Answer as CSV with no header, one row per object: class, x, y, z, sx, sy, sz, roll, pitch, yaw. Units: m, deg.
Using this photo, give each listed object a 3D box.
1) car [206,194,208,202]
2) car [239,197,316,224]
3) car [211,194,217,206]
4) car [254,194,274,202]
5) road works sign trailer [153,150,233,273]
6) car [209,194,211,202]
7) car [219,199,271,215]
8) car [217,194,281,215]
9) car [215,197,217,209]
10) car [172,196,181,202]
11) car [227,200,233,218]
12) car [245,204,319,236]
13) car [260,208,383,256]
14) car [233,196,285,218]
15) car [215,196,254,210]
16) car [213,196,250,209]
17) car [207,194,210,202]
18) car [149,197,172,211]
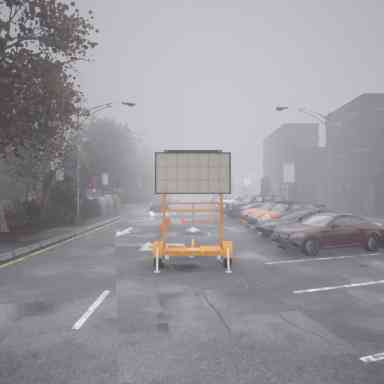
car,5.620,1.392,70.013,5.566,2.045,2.435,1,0,-20
car,5.393,1.366,18.948,4.553,1.767,2.185,1,0,-20
car,5.441,1.272,36.941,5.566,2.045,2.435,1,0,-20
car,18.635,1.465,85.965,2.435,2.045,5.566,0,0,-21
road works sign trailer,0.028,0.465,10.679,2.380,3.560,2.880,0,0,0
car,5.580,1.448,51.972,4.553,1.767,2.185,1,0,-20
car,5.417,1.545,33.939,4.792,1.488,2.163,1,0,-20
car,5.400,1.252,27.924,5.566,2.045,2.435,1,0,-20
car,5.254,1.504,30.882,5.366,1.575,1.946,1,0,-20
car,-3.720,1.706,75.779,1.812,1.442,4.674,0,0,1
car,5.389,1.539,24.946,4.674,1.452,2.002,1,0,-20
car,5.319,1.518,15.928,4.792,1.488,2.163,1,0,-20
car,5.337,1.528,12.936,4.674,1.452,2.002,1,0,-20
car,5.409,1.370,21.949,4.553,1.767,2.185,1,0,-20
car,5.468,1.415,42.954,4.553,1.767,2.185,1,0,-20
car,5.485,1.425,45.956,4.553,1.767,2.185,1,0,-20
car,5.552,1.584,54.975,5.008,1.535,2.097,1,-1,-20
car,-3.954,1.400,40.583,2.097,1.767,4.553,0,0,0
